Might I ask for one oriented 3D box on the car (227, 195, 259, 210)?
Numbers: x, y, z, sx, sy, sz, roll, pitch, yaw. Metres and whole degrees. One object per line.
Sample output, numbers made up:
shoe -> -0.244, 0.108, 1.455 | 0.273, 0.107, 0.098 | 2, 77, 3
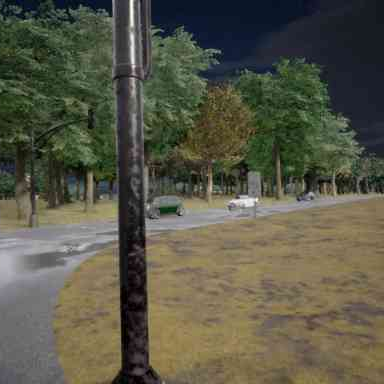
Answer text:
car -> 5.474, 1.054, 35.342 | 1.812, 1.442, 4.674 | -3, -1, 38

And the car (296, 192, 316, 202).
car -> 17.438, 0.745, 50.908 | 1.837, 1.490, 4.892 | -3, -1, 38

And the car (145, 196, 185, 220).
car -> -2.594, 1.089, 24.751 | 2.097, 1.767, 4.553 | -3, -1, 37
